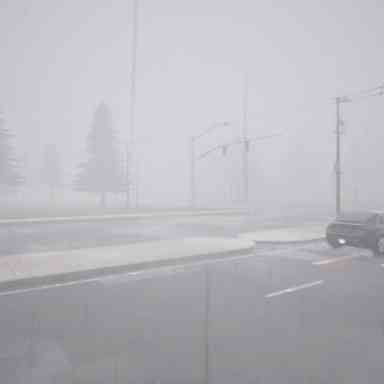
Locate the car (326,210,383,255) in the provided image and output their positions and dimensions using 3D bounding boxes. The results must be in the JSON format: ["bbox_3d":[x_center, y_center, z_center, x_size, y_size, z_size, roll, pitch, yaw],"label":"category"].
[{"bbox_3d":[7.327,1.500,13.311,4.892,1.490,1.837,0,0,-36],"label":"car"}]
